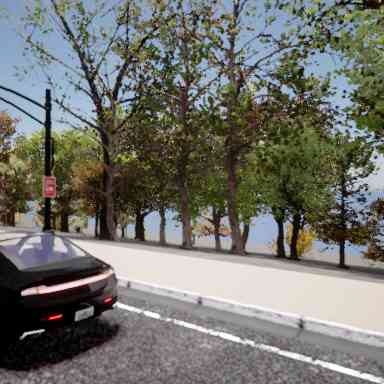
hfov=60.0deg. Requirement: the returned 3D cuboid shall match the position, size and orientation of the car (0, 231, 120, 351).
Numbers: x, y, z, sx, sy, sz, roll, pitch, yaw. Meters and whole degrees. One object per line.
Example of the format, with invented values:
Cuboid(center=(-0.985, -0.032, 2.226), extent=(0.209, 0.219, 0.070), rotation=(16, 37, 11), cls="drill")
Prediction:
Cuboid(center=(-3.436, 1.486, 6.115), extent=(4.902, 1.511, 2.128), rotation=(0, 0, 37), cls="car")
